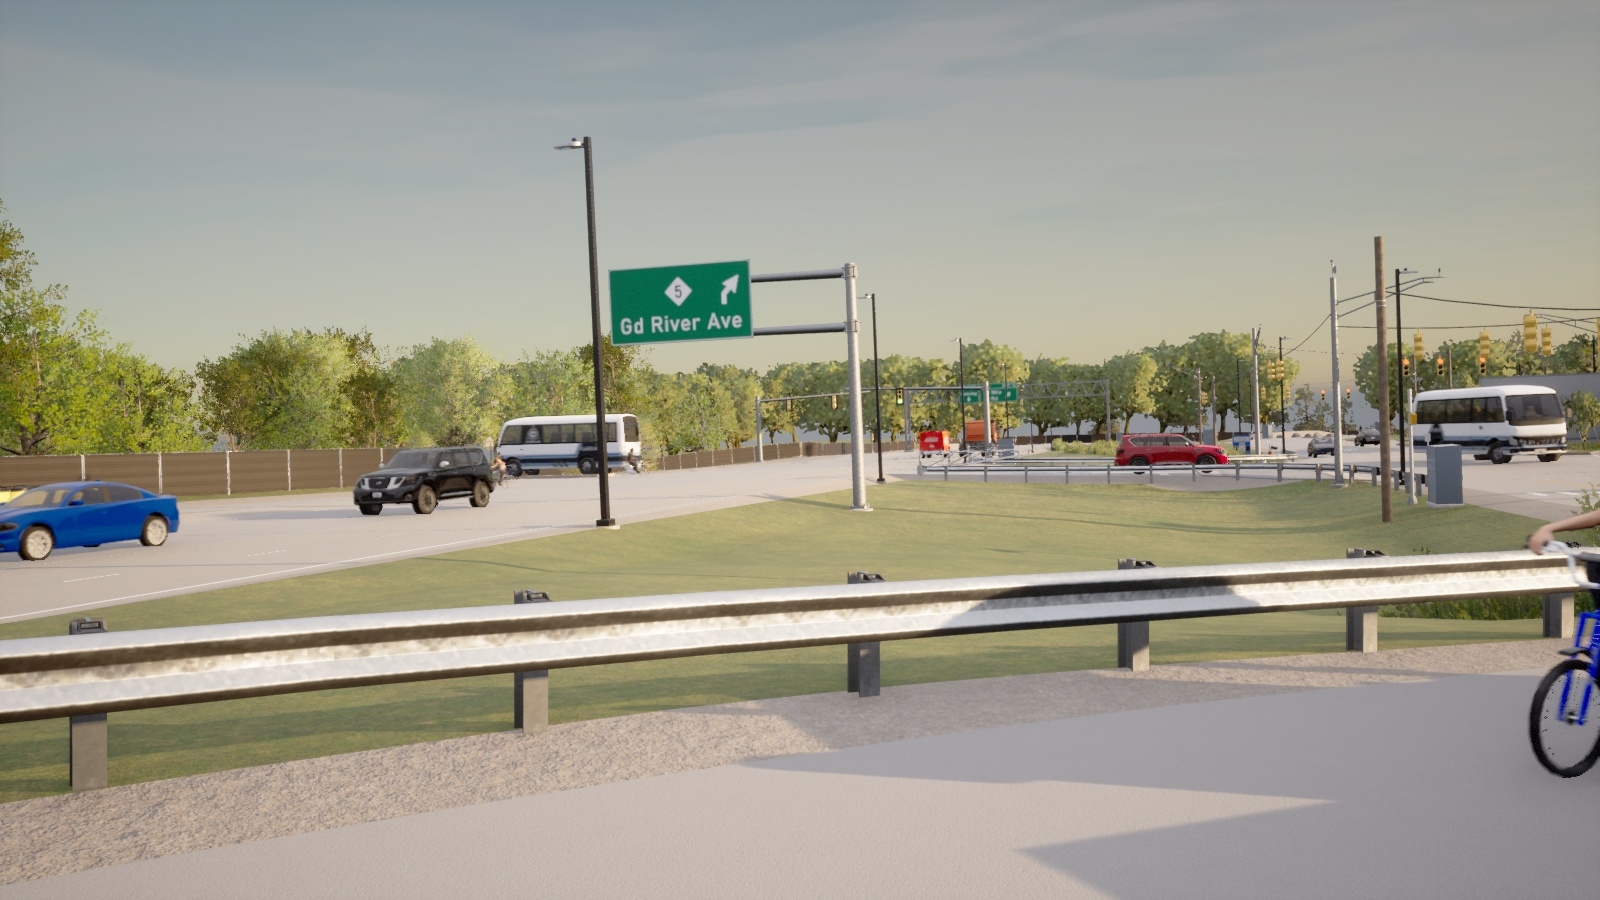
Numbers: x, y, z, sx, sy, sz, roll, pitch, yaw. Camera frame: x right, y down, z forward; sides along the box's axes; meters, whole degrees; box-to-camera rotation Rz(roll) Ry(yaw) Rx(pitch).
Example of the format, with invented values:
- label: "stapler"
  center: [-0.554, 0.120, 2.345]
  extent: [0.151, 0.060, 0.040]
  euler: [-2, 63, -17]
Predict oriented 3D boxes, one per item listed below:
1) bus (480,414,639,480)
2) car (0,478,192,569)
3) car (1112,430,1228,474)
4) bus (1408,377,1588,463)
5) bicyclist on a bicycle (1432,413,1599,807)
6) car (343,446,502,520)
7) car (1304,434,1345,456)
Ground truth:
- label: "bus"
  center: [-17.025, -0.210, 89.131]
  extent: [10.273, 4.253, 3.944]
  euler: [-2, 1, 15]
- label: "car"
  center: [-15.456, 1.490, 26.432]
  extent: [1.882, 1.535, 5.008]
  euler: [-2, 0, 15]
- label: "car"
  center: [18.898, 0.090, 64.236]
  extent: [5.566, 2.045, 2.150]
  euler: [-2, 0, 17]
- label: "bus"
  center: [38.725, -1.591, 70.317]
  extent: [3.944, 4.253, 10.273]
  euler: [-3, 1, -2]
- label: "bicyclist on a bicycle"
  center: [3.832, 0.644, 5.765]
  extent: [1.509, 1.612, 0.866]
  euler: [0, 1, -22]
- label: "car"
  center: [-11.823, 0.988, 39.848]
  extent: [2.150, 2.045, 5.566]
  euler: [-2, 0, 15]
- label: "car"
  center: [37.887, -0.356, 90.901]
  extent: [2.033, 1.411, 5.357]
  euler: [-2, 1, 16]
